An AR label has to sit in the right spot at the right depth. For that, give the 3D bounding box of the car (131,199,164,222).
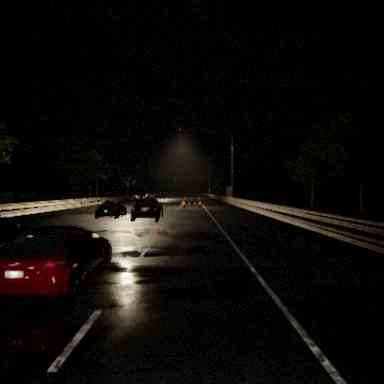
[{"bbox_3d":[-3.404,1.289,26.003,2.097,1.767,4.553,0,0,0],"label":"car"}]

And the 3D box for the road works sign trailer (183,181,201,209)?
[{"bbox_3d":[-0.008,0.356,44.182,2.380,3.560,2.880,0,0,0],"label":"road works sign trailer"}]

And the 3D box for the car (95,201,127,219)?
[{"bbox_3d":[-6.904,1.494,28.652,1.994,1.385,4.181,0,0,0],"label":"car"}]

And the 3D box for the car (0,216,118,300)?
[{"bbox_3d":[-3.401,1.544,8.384,1.994,1.385,4.181,0,0,0],"label":"car"}]

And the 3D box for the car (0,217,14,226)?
[{"bbox_3d":[-6.903,1.500,11.021,1.812,1.442,4.674,0,0,0],"label":"car"}]
